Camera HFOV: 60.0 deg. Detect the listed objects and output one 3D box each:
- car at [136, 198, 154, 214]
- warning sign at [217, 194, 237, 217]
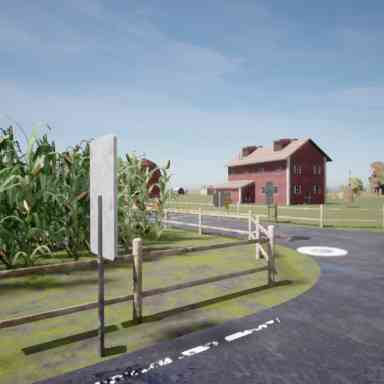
[{"bbox_3d":[-5.986,1.379,36.481,2.097,1.767,4.553,0,0,-35],"label":"car"},{"bbox_3d":[2.950,1.112,27.933,1.300,1.860,1.060,0,0,-35],"label":"warning sign"}]
